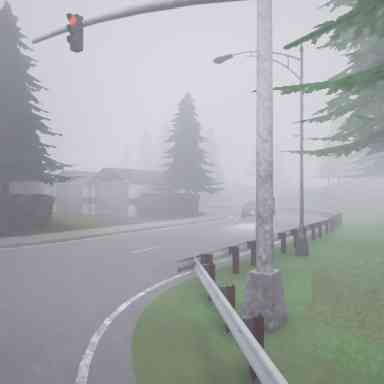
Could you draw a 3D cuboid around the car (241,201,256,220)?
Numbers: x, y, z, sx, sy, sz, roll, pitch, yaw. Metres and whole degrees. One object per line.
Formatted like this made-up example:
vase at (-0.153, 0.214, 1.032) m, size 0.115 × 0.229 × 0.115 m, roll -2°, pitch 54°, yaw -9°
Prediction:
car at (5.288, 1.473, 27.515) m, size 2.128 × 1.511 × 4.902 m, roll 0°, pitch 0°, yaw 15°
